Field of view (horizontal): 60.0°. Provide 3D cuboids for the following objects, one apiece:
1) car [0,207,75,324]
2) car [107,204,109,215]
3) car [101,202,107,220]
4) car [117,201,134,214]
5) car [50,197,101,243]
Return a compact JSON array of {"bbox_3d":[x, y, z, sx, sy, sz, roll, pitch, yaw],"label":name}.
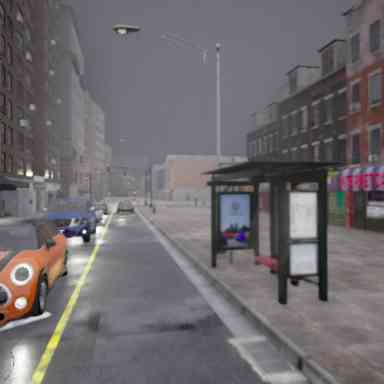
[{"bbox_3d":[-4.065,1.406,7.337,2.097,1.767,4.553,0,0,-12],"label":"car"},{"bbox_3d":[-10.088,1.740,35.980,1.994,1.385,4.181,0,0,-11],"label":"car"},{"bbox_3d":[-8.155,1.738,26.632,1.895,1.301,4.718,0,0,-12],"label":"car"},{"bbox_3d":[-7.703,1.739,38.533,1.994,1.385,4.181,0,0,-12],"label":"car"},{"bbox_3d":[-6.105,1.316,16.913,2.150,2.045,5.566,0,0,-11],"label":"car"}]
